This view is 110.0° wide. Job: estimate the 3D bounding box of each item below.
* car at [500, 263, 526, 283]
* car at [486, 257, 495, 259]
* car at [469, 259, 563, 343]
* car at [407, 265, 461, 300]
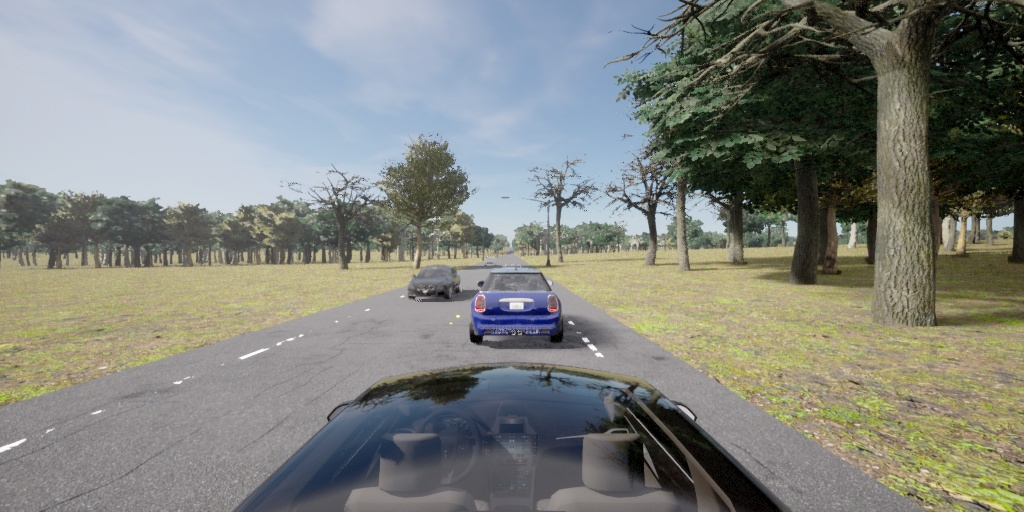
[{"bbox_3d":[0.068,1.256,27.922,1.895,1.301,4.718,0,0,0],"label":"car"},{"bbox_3d":[-3.575,0.919,60.106,1.812,1.442,4.674,0,1,0],"label":"car"},{"bbox_3d":[0.088,1.085,9.819,2.097,1.767,4.553,0,0,0],"label":"car"},{"bbox_3d":[-3.620,1.209,17.370,1.837,1.490,4.892,0,0,0],"label":"car"}]
